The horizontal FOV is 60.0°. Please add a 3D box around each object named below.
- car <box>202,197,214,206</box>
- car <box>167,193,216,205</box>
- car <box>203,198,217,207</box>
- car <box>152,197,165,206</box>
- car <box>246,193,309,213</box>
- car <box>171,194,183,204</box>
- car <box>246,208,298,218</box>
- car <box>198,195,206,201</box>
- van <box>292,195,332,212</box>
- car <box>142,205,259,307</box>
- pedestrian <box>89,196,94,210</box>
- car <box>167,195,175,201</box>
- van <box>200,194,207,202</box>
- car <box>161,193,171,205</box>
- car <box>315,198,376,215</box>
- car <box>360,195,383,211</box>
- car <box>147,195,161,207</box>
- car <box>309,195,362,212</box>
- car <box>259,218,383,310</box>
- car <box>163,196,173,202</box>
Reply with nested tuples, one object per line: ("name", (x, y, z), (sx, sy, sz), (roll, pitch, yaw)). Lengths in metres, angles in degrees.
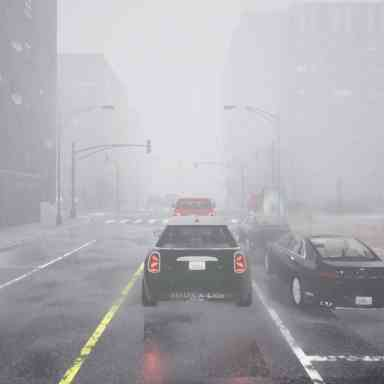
("car", (2.700, 1.603, 56.988), (1.802, 1.307, 4.206), (1, 0, 0))
("car", (0.087, 1.228, 17.622), (2.150, 2.045, 5.566), (0, 0, 0))
("car", (2.700, 1.585, 51.417), (1.947, 1.339, 4.313), (1, 0, 0))
("car", (-5.680, 1.566, 57.028), (1.887, 1.381, 4.507), (1, 0, 0))
("car", (8.062, 1.134, 32.481), (5.566, 2.045, 2.150), (-1, 0, 7))
("car", (-3.013, 1.377, 67.507), (2.097, 1.767, 4.553), (0, 0, 0))
("car", (2.830, 1.555, 13.224), (2.008, 1.369, 4.403), (1, 0, 0))
("car", (2.700, 1.582, 90.414), (1.887, 1.381, 4.507), (1, 0, 0))
("van", (13.763, 1.296, 38.237), (3.998, 1.788, 1.690), (0, 0, 0))
("car", (0.100, 1.354, 8.152), (2.097, 1.767, 4.553), (0, 0, 0))
("pedestrian", (-12.529, 1.348, 41.381), (0.375, 1.860, 0.375), (0, 0, 0))
("car", (-5.681, 1.603, 90.454), (1.947, 1.339, 4.313), (1, 0, 0))
("van", (2.702, 1.373, 79.274), (1.690, 1.788, 3.998), (1, 0, 0))
("car", (-3.121, 1.241, 51.109), (2.150, 2.045, 5.566), (0, 0, 0))
("car", (13.703, 1.413, 29.856), (4.206, 1.307, 1.802), (0, 0, 0))
("car", (19.290, 1.228, 38.198), (5.009, 1.841, 2.192), (0, 0, 0))
("car", (-5.676, 1.334, 51.457), (2.192, 1.841, 5.009), (1, 0, 0))
("car", (14.997, 1.412, 35.645), (4.892, 1.490, 1.837), (-1, -1, 0))
("car", (2.831, 1.553, 7.654), (2.008, 1.369, 4.403), (1, 0, 0))
("car", (-5.680, 1.598, 79.312), (1.947, 1.339, 4.313), (1, 0, 0))
